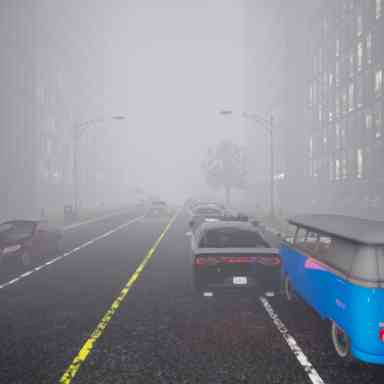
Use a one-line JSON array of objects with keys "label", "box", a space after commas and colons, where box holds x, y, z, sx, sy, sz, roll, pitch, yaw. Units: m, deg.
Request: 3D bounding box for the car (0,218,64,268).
[{"label": "car", "box": [-5.717, 1.582, 11.266, 1.802, 1.307, 4.206, 0, 0, 0]}]

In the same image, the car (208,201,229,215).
[{"label": "car", "box": [2.609, 1.581, 34.054, 1.802, 1.307, 4.206, 0, 0, 0]}]

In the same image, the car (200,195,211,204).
[{"label": "car", "box": [2.541, 1.410, 62.516, 1.967, 1.590, 4.097, 0, 0, 0]}]

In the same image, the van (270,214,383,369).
[{"label": "van", "box": [2.677, 1.341, 5.592, 1.690, 1.788, 3.998, 0, 0, 0]}]

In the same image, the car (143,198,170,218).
[{"label": "car", "box": [-3.073, 1.525, 30.651, 1.812, 1.442, 4.674, 0, 0, 0]}]

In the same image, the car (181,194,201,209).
[{"label": "car", "box": [-0.102, 1.471, 45.189, 1.882, 1.535, 5.008, 0, 0, 1]}]

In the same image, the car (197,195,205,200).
[{"label": "car", "box": [2.472, 1.463, 90.978, 1.887, 1.381, 4.507, 0, 0, 0]}]

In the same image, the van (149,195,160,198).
[{"label": "van", "box": [-5.813, 1.328, 51.115, 1.690, 1.788, 3.998, 0, 0, 0]}]

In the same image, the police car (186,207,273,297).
[{"label": "police car", "box": [0.879, 1.425, 8.716, 1.930, 1.638, 5.238, 0, 0, 0]}]

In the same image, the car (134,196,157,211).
[{"label": "car", "box": [-5.786, 1.548, 39.729, 2.008, 1.369, 4.403, 0, 0, 0]}]

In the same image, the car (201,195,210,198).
[{"label": "car", "box": [2.582, 1.544, 45.439, 2.008, 1.369, 4.403, 0, 0, 0]}]

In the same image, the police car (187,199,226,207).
[{"label": "police car", "box": [0.855, 1.425, 18.716, 1.930, 1.638, 5.238, 0, 0, 0]}]

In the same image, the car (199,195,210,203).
[{"label": "car", "box": [2.527, 1.401, 68.208, 1.967, 1.590, 4.097, 0, 0, 0]}]
